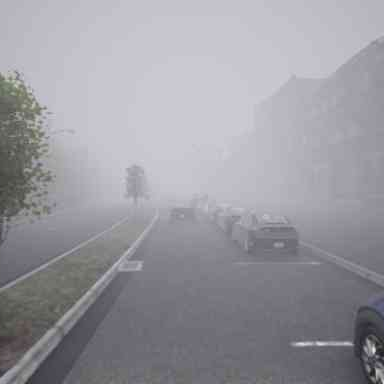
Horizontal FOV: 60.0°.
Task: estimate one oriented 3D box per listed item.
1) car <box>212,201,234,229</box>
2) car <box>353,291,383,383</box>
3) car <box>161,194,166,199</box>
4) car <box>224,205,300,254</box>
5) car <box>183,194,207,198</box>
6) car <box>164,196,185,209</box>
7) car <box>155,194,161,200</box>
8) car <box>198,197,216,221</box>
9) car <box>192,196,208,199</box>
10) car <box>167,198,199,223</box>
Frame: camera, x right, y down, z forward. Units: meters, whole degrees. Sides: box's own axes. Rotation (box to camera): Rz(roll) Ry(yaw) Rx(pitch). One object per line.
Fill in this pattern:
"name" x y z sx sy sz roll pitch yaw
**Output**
"car" 2.590 1.501 19.006 2.097 1.535 5.008 0 0 -2
"car" 3.057 1.358 2.305 2.185 1.767 4.553 0 0 0
"car" -5.097 1.359 75.630 2.163 1.488 4.792 0 0 -13
"car" 2.817 1.498 13.448 2.231 1.521 4.892 0 0 -2
"car" 0.225 1.470 46.742 2.231 1.521 4.892 0 0 -7
"car" -2.339 1.593 42.865 1.895 1.301 4.718 0 0 -7
"car" -7.490 1.270 84.925 2.097 1.535 5.008 0 0 -15
"car" 1.920 1.500 30.308 1.946 1.575 5.366 0 0 -4
"car" 1.446 1.494 35.852 1.946 1.575 5.366 0 0 -5
"car" -0.764 1.497 25.439 1.882 1.535 5.008 0 0 -3
